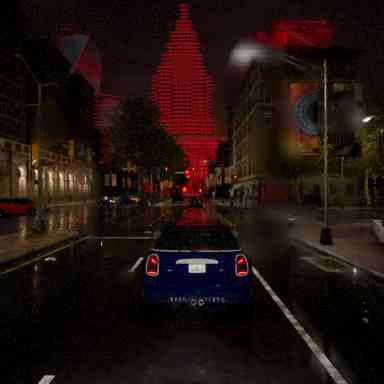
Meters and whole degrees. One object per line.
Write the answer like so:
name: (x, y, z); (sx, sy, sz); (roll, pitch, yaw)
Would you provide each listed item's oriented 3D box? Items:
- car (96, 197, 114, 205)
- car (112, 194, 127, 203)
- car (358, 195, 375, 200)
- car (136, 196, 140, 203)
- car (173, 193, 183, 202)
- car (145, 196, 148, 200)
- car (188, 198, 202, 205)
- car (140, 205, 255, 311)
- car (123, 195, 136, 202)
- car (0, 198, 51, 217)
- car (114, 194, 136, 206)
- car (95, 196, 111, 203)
car: (-14.846, 1.547, 57.940); (2.033, 1.411, 5.357); (0, 0, 1)
car: (-14.729, 1.352, 68.050); (2.097, 1.767, 4.553); (0, 0, 0)
car: (34.720, 1.481, 68.626); (2.231, 1.521, 4.892); (0, 0, 0)
car: (-11.266, 1.478, 65.912); (1.882, 1.535, 5.008); (0, 0, 1)
car: (-3.196, 1.225, 75.923); (2.150, 2.045, 5.566); (0, 0, 0)
car: (-11.197, 1.553, 75.785); (1.994, 1.385, 4.181); (0, 0, 0)
car: (0.421, 1.547, 46.200); (2.033, 1.411, 5.357); (0, 0, 1)
car: (0.105, 1.352, 7.923); (2.097, 1.767, 4.553); (0, 0, 0)
car: (-14.686, 1.525, 78.451); (2.128, 1.511, 4.902); (0, 0, 0)
car: (-15.395, 1.352, 30.413); (4.553, 1.767, 2.097); (0, 0, 0)
car: (-11.356, 1.526, 56.764); (1.812, 1.442, 4.674); (0, 0, 0)
car: (-17.980, 1.595, 67.444); (1.895, 1.301, 4.718); (0, 0, 0)
